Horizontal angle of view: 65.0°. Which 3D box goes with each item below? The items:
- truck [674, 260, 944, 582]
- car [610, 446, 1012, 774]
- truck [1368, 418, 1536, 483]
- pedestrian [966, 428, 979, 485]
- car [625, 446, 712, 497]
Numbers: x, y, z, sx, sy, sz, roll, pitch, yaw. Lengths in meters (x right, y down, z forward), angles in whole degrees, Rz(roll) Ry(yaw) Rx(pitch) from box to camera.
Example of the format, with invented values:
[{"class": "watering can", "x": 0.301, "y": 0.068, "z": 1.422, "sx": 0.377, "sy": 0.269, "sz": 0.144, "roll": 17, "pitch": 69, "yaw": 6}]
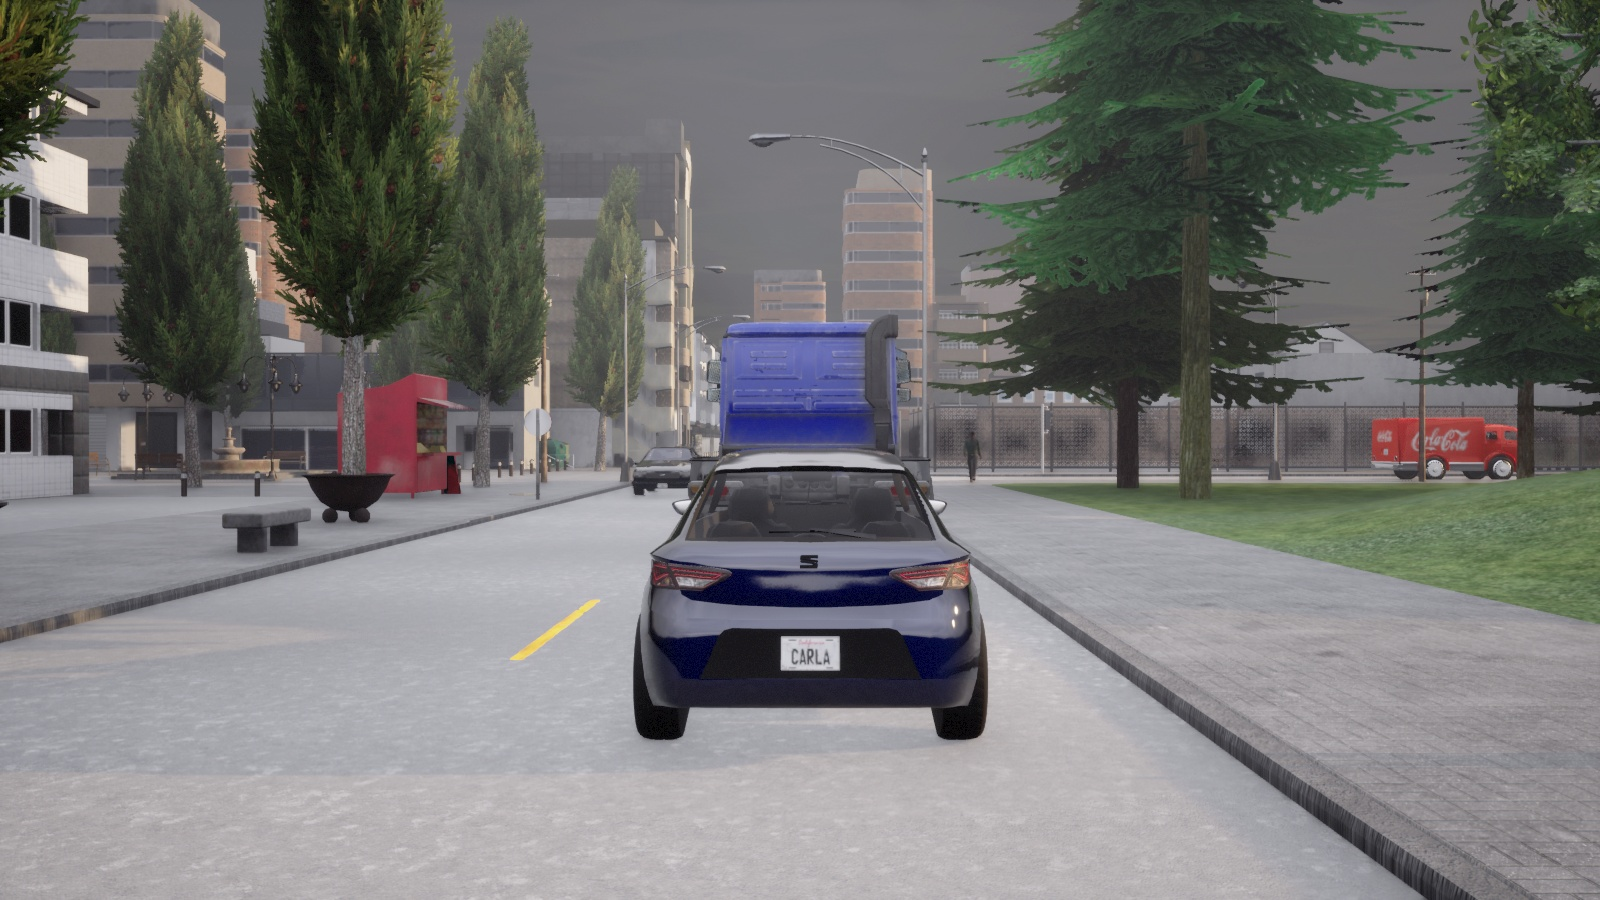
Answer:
[{"class": "truck", "x": 0.122, "y": -0.334, "z": 17.460, "sx": 2.891, "sy": 3.462, "sz": 7.936, "roll": 0, "pitch": 0, "yaw": 0}, {"class": "car", "x": 0.061, "y": 0.716, "z": 7.772, "sx": 1.816, "sy": 1.474, "sz": 4.193, "roll": 0, "pitch": 0, "yaw": 0}, {"class": "truck", "x": 25.438, "y": 0.003, "z": 49.137, "sx": 5.204, "sy": 2.467, "sz": 2.627, "roll": 0, "pitch": 0, "yaw": 0}, {"class": "pedestrian", "x": 5.965, "y": 0.216, "z": 43.454, "sx": 0.423, "sy": 1.949, "sz": 0.788, "roll": 0, "pitch": 0, "yaw": 8}, {"class": "car", "x": -3.801, "y": 0.581, "z": 37.140, "sx": 2.033, "sy": 1.411, "sz": 5.357, "roll": 0, "pitch": 0, "yaw": 0}]
